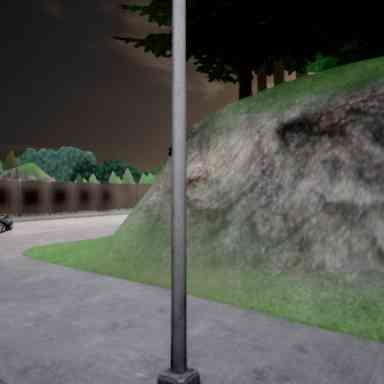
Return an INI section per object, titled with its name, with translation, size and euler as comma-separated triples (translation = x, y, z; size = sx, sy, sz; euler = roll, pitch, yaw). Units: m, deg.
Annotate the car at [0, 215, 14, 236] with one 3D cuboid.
[car]
translation = -11.299, 1.472, 16.107
size = 2.128, 1.511, 4.902
euler = 0, 0, 36
